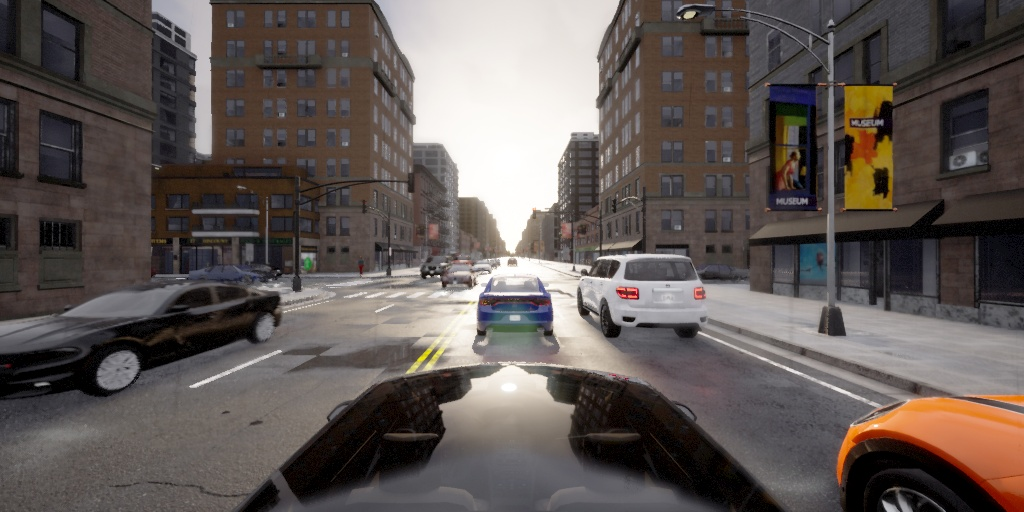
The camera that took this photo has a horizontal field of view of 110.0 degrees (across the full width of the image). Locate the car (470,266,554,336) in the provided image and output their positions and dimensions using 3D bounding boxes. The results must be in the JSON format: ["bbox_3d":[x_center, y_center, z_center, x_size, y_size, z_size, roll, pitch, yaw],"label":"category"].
[{"bbox_3d":[0.083,1.228,10.467,1.882,1.535,5.008,0,0,0],"label":"car"}]

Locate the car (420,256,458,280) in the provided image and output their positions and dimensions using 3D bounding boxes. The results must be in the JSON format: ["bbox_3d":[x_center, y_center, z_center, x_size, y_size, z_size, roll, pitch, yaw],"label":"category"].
[{"bbox_3d":[-6.591,0.984,32.296,2.150,2.045,5.566,0,0,0],"label":"car"}]

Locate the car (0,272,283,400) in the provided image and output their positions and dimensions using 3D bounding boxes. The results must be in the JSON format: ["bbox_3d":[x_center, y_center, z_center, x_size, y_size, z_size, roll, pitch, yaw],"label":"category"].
[{"bbox_3d":[-6.600,1.227,6.792,1.882,1.535,5.008,0,0,0],"label":"car"}]

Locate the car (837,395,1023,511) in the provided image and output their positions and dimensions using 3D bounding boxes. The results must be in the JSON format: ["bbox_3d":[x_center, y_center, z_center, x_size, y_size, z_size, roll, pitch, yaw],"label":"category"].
[{"bbox_3d":[3.344,1.102,0.618,2.097,1.767,4.553,0,0,0],"label":"car"}]

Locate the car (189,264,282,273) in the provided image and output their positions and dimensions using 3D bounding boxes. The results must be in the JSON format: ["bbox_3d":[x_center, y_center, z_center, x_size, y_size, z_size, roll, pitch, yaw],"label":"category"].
[{"bbox_3d":[-19.642,1.290,25.257,5.357,1.411,2.033,0,0,0],"label":"car"}]

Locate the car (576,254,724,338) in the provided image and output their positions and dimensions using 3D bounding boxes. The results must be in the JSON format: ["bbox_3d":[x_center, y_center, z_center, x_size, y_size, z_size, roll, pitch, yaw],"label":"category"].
[{"bbox_3d":[3.334,0.972,10.328,2.150,2.045,5.566,0,0,0],"label":"car"}]

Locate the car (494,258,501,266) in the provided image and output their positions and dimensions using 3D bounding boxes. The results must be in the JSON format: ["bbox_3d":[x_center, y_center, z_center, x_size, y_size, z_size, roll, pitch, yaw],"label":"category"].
[{"bbox_3d":[-3.322,1.237,57.635,2.128,1.511,4.902,0,0,0],"label":"car"}]

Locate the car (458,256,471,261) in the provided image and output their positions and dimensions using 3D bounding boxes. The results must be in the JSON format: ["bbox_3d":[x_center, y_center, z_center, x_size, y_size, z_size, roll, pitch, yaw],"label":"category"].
[{"bbox_3d":[-6.589,0.969,47.720,2.150,2.045,5.566,0,0,0],"label":"car"}]

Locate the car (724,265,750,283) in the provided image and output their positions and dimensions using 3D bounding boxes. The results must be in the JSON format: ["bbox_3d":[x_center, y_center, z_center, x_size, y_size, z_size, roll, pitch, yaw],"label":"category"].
[{"bbox_3d":[15.848,1.338,28.364,5.357,1.411,2.033,0,0,0],"label":"car"}]

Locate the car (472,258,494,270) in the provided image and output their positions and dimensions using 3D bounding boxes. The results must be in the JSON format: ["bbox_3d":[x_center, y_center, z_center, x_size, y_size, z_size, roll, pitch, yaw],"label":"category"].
[{"bbox_3d":[-3.340,1.275,41.130,1.812,1.442,4.674,0,0,0],"label":"car"}]

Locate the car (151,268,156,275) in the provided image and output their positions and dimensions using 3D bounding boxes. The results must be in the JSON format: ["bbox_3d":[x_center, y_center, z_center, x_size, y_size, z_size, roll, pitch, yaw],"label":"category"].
[{"bbox_3d":[-33.140,1.343,30.815,4.207,1.307,1.802,0,0,0],"label":"car"}]

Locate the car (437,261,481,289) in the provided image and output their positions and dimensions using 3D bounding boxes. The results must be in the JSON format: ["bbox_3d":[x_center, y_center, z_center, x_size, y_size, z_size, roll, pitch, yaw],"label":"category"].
[{"bbox_3d":[-3.344,1.273,23.427,1.812,1.442,4.674,0,0,0],"label":"car"}]

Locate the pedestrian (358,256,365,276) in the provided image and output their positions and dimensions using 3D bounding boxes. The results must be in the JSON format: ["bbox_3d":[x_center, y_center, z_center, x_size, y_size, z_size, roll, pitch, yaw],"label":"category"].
[{"bbox_3d":[-14.134,0.919,33.590,0.375,1.860,0.375,0,0,0],"label":"pedestrian"}]
